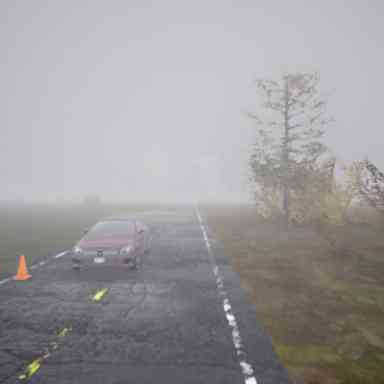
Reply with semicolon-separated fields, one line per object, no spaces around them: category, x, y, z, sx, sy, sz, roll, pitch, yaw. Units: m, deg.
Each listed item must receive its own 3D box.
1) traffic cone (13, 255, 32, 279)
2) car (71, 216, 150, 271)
traffic cone;-4.526;1.990;8.885;0.340;0.580;0.340;0;0;0
car;-2.498;1.569;11.202;1.812;1.442;4.674;0;0;-1
